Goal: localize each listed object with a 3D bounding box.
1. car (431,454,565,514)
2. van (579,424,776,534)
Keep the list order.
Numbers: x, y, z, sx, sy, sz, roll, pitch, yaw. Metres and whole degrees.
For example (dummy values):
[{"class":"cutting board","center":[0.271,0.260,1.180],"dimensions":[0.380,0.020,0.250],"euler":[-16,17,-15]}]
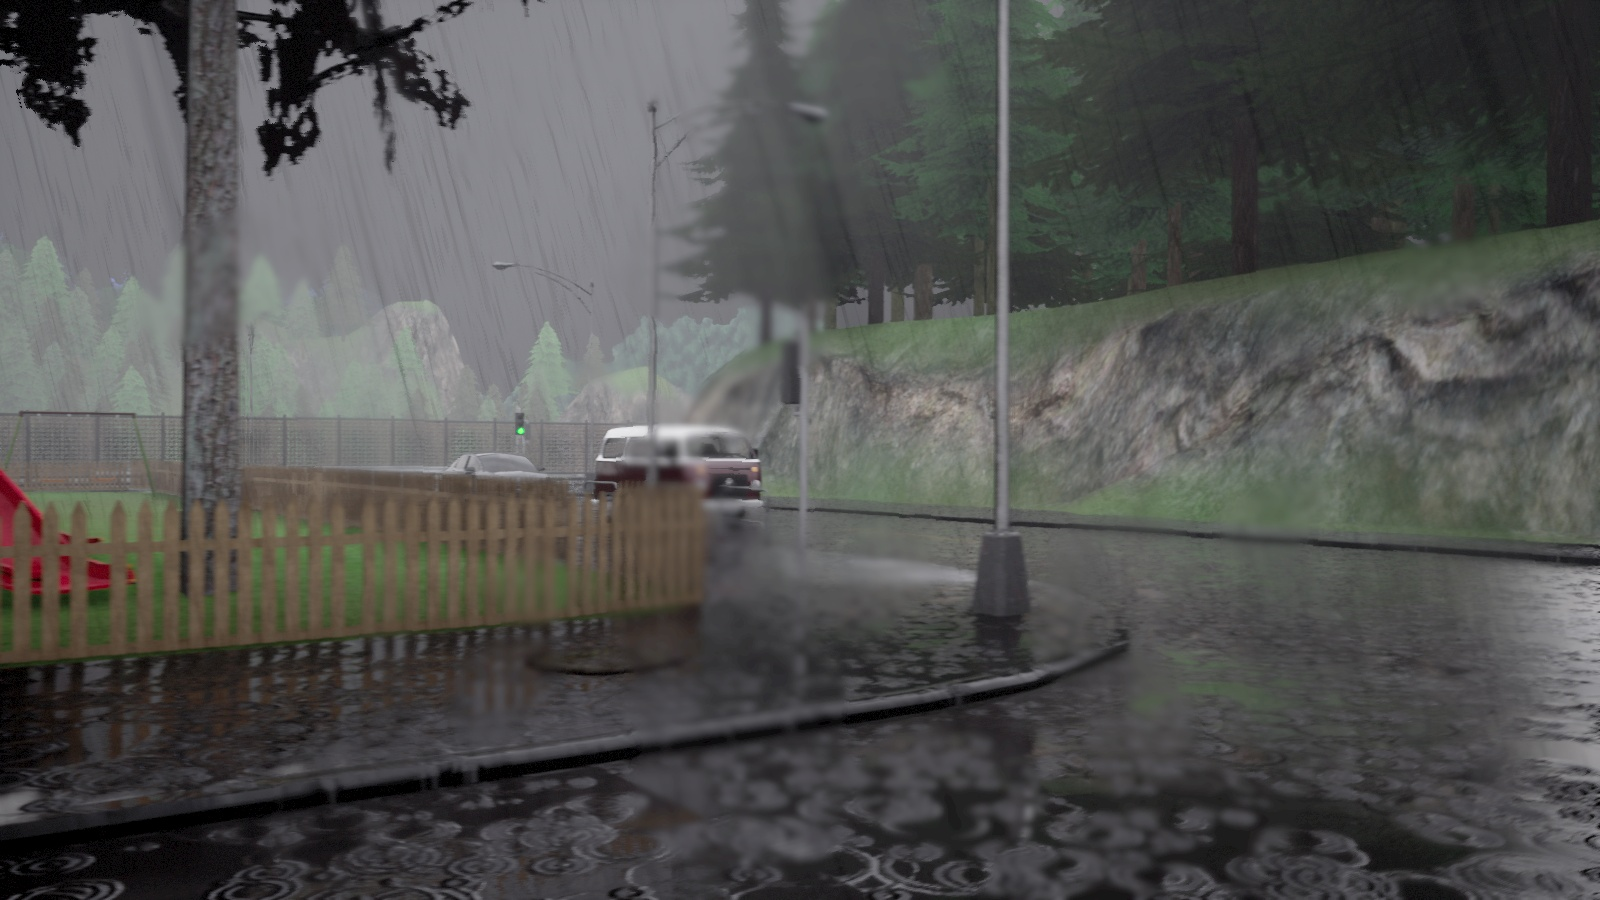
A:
[{"class":"car","center":[-8.178,0.849,33.681],"dimensions":[1.837,1.490,4.892],"euler":[0,0,-35]},{"class":"van","center":[-2.604,0.537,25.660],"dimensions":[2.069,2.038,4.480],"euler":[0,0,-35]}]
